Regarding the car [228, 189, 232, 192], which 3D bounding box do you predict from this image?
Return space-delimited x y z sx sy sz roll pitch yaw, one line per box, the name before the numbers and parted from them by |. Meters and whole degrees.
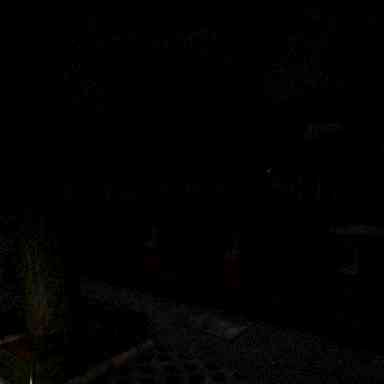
car | 5.551 0.410 42.801 2.128 1.511 4.902 0 2 36
